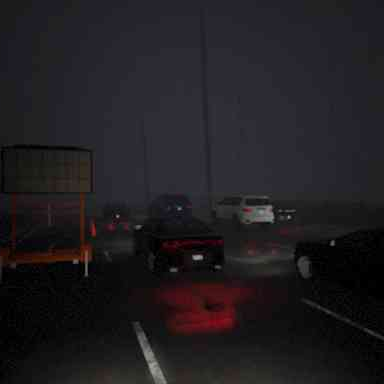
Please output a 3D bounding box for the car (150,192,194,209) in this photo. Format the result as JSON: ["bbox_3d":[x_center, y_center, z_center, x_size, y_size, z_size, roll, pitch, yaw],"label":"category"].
[{"bbox_3d":[-1.704,1.201,24.704,2.150,2.045,5.566,0,0,-19],"label":"car"}]

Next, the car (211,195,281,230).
[{"bbox_3d":[3.078,1.202,21.458,2.150,2.045,5.566,0,0,-19],"label":"car"}]

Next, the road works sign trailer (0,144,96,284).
[{"bbox_3d":[-4.180,0.456,9.770,2.380,3.560,2.880,0,0,-19],"label":"road works sign trailer"}]

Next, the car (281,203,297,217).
[{"bbox_3d":[5.715,1.469,24.601,2.128,1.511,4.902,0,0,-19],"label":"car"}]

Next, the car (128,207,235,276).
[{"bbox_3d":[-0.648,1.468,10.561,1.882,1.535,5.008,0,0,-19],"label":"car"}]

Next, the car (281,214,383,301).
[{"bbox_3d":[4.214,1.470,7.078,1.882,1.535,5.008,0,0,-19],"label":"car"}]

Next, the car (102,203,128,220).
[{"bbox_3d":[-6.503,1.577,28.004,1.895,1.301,4.718,0,0,-19],"label":"car"}]
